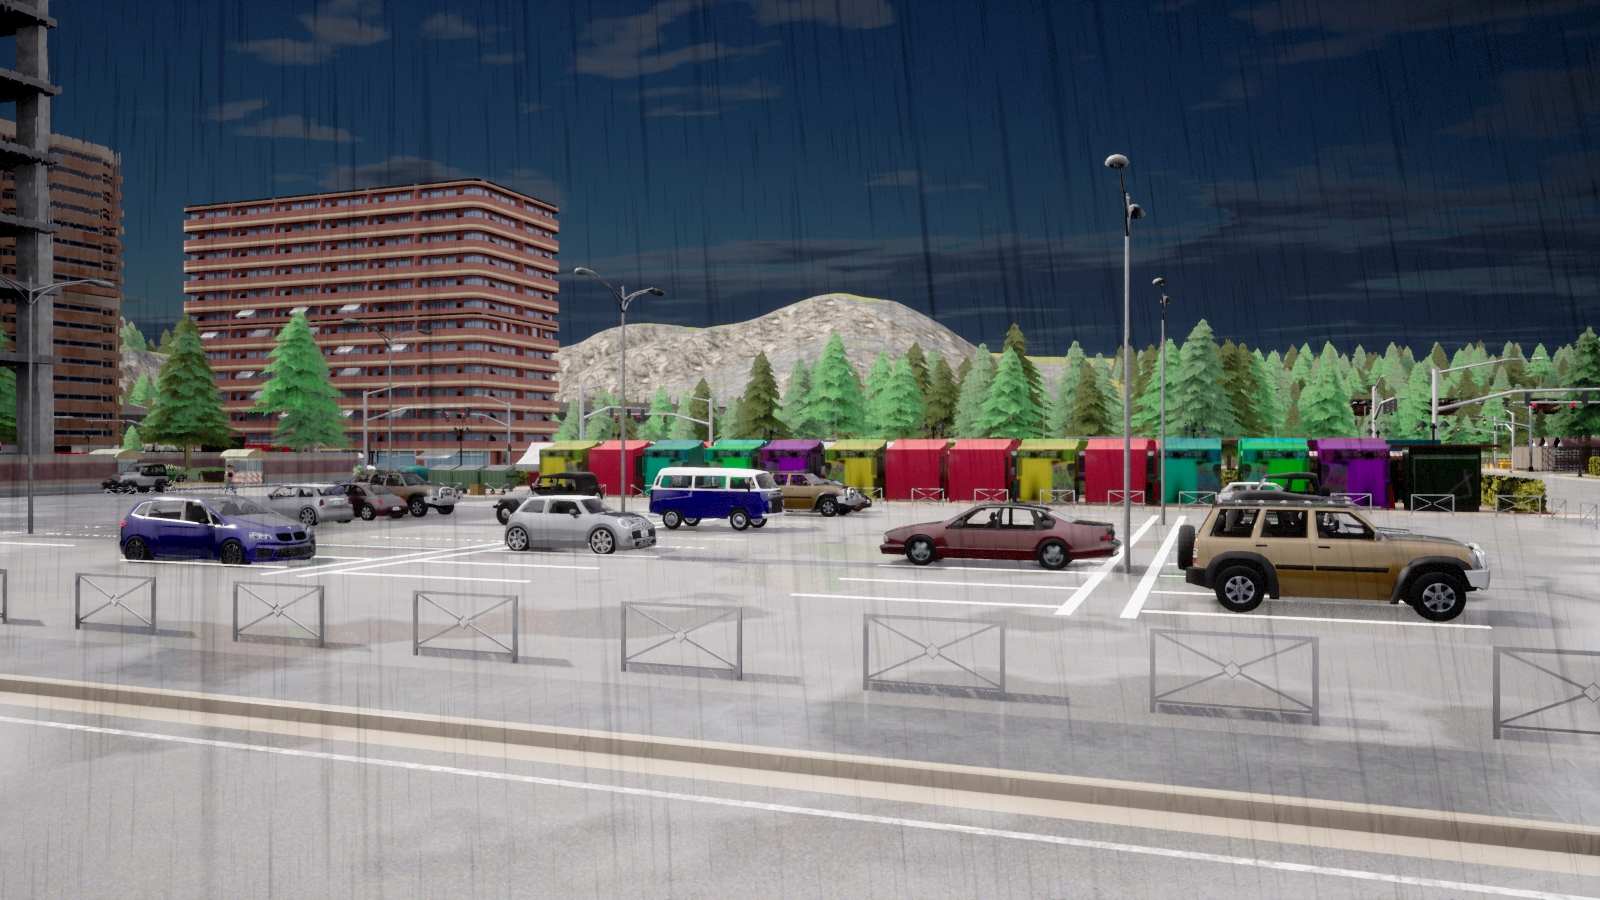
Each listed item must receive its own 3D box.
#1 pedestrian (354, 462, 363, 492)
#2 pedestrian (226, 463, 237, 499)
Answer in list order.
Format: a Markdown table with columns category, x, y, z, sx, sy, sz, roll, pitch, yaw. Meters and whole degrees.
| category | x | y | z | sx | sy | sz | roll | pitch | yaw |
| --- | --- | --- | --- | --- | --- | --- | --- | --- | --- |
| pedestrian | -27.018 | 1.641 | 69.882 | 0.375 | 1.860 | 0.375 | 0 | 0 | 18 |
| pedestrian | -30.170 | 1.643 | 60.648 | 0.375 | 1.860 | 0.375 | 0 | 0 | 21 |
